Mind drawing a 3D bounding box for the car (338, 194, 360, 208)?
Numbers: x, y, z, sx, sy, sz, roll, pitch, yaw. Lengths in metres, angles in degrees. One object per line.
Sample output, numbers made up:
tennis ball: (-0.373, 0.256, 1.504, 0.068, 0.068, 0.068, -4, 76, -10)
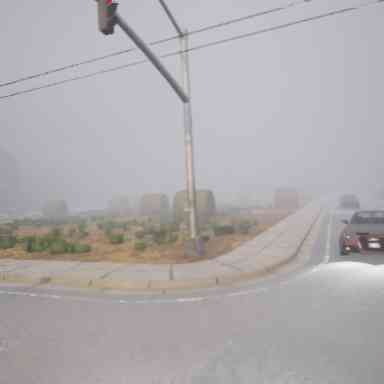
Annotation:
car: (16.705, 0.999, 35.489, 1.882, 1.535, 5.008, -3, -1, 23)

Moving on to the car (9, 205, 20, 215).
car: (-36.955, 3.739, 69.361, 1.905, 1.878, 3.866, 4, -1, -23)

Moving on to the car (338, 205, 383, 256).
car: (6.287, 1.348, 11.544, 1.994, 1.385, 4.181, -3, -1, 28)
